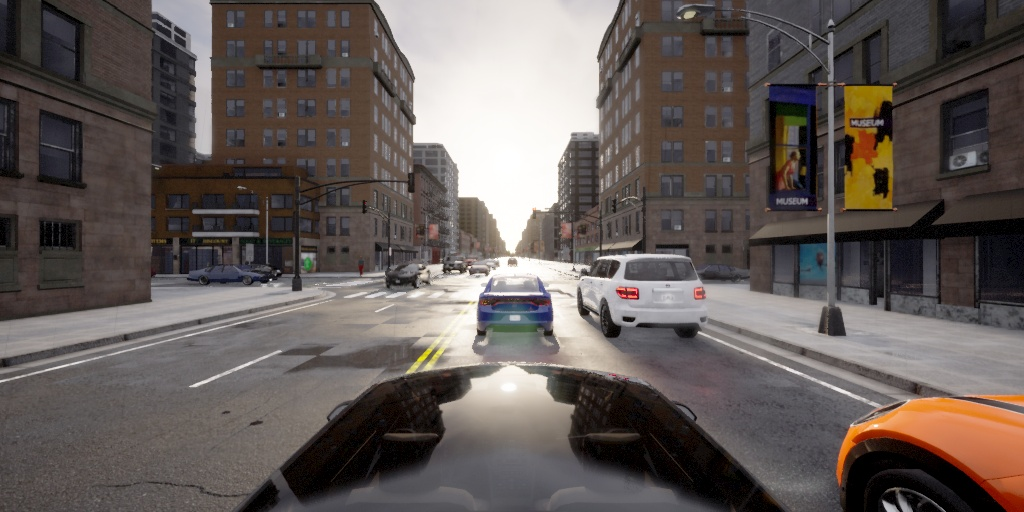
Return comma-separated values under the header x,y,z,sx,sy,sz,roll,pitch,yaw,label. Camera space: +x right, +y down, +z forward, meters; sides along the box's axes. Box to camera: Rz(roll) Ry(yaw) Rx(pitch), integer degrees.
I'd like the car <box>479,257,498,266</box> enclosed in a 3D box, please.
x,y,z,sx,sy,sz,roll,pitch,yaw,label
-3.332,1.272,50.562,1.812,1.442,4.674,0,0,0,car

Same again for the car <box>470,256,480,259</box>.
x,y,z,sx,sy,sz,roll,pitch,yaw,label
-6.573,0.967,58.642,2.150,2.045,5.566,0,0,0,car

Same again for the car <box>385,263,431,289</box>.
x,y,z,sx,sy,sz,roll,pitch,yaw,label
-6.596,1.218,23.220,1.882,1.535,5.008,0,0,0,car

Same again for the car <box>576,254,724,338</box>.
x,y,z,sx,sy,sz,roll,pitch,yaw,label
3.334,0.972,10.328,2.150,2.045,5.566,0,0,0,car

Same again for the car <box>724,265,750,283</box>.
x,y,z,sx,sy,sz,roll,pitch,yaw,label
15.848,1.338,28.364,5.357,1.411,2.033,0,0,0,car

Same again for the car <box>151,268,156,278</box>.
x,y,z,sx,sy,sz,roll,pitch,yaw,label
-33.140,1.343,30.815,4.207,1.307,1.802,0,0,0,car

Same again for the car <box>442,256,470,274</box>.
x,y,z,sx,sy,sz,roll,pitch,yaw,label
-6.588,0.970,41.646,2.150,2.045,5.566,0,0,0,car

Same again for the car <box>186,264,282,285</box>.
x,y,z,sx,sy,sz,roll,pitch,yaw,label
-19.642,1.290,25.257,5.357,1.411,2.033,0,0,0,car

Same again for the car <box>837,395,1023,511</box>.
x,y,z,sx,sy,sz,roll,pitch,yaw,label
3.344,1.102,0.618,2.097,1.767,4.553,0,0,0,car

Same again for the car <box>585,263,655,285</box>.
x,y,z,sx,sy,sz,roll,pitch,yaw,label
7.683,1.284,25.880,4.674,1.442,1.812,0,1,10,car

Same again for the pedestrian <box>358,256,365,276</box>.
x,y,z,sx,sy,sz,roll,pitch,yaw,label
-14.134,0.919,33.590,0.375,1.860,0.375,0,0,0,pedestrian

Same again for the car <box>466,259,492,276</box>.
x,y,z,sx,sy,sz,roll,pitch,yaw,label
-3.347,1.275,37.139,1.812,1.442,4.674,0,0,0,car

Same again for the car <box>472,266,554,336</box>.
x,y,z,sx,sy,sz,roll,pitch,yaw,label
0.083,1.228,10.467,1.882,1.535,5.008,0,0,0,car
